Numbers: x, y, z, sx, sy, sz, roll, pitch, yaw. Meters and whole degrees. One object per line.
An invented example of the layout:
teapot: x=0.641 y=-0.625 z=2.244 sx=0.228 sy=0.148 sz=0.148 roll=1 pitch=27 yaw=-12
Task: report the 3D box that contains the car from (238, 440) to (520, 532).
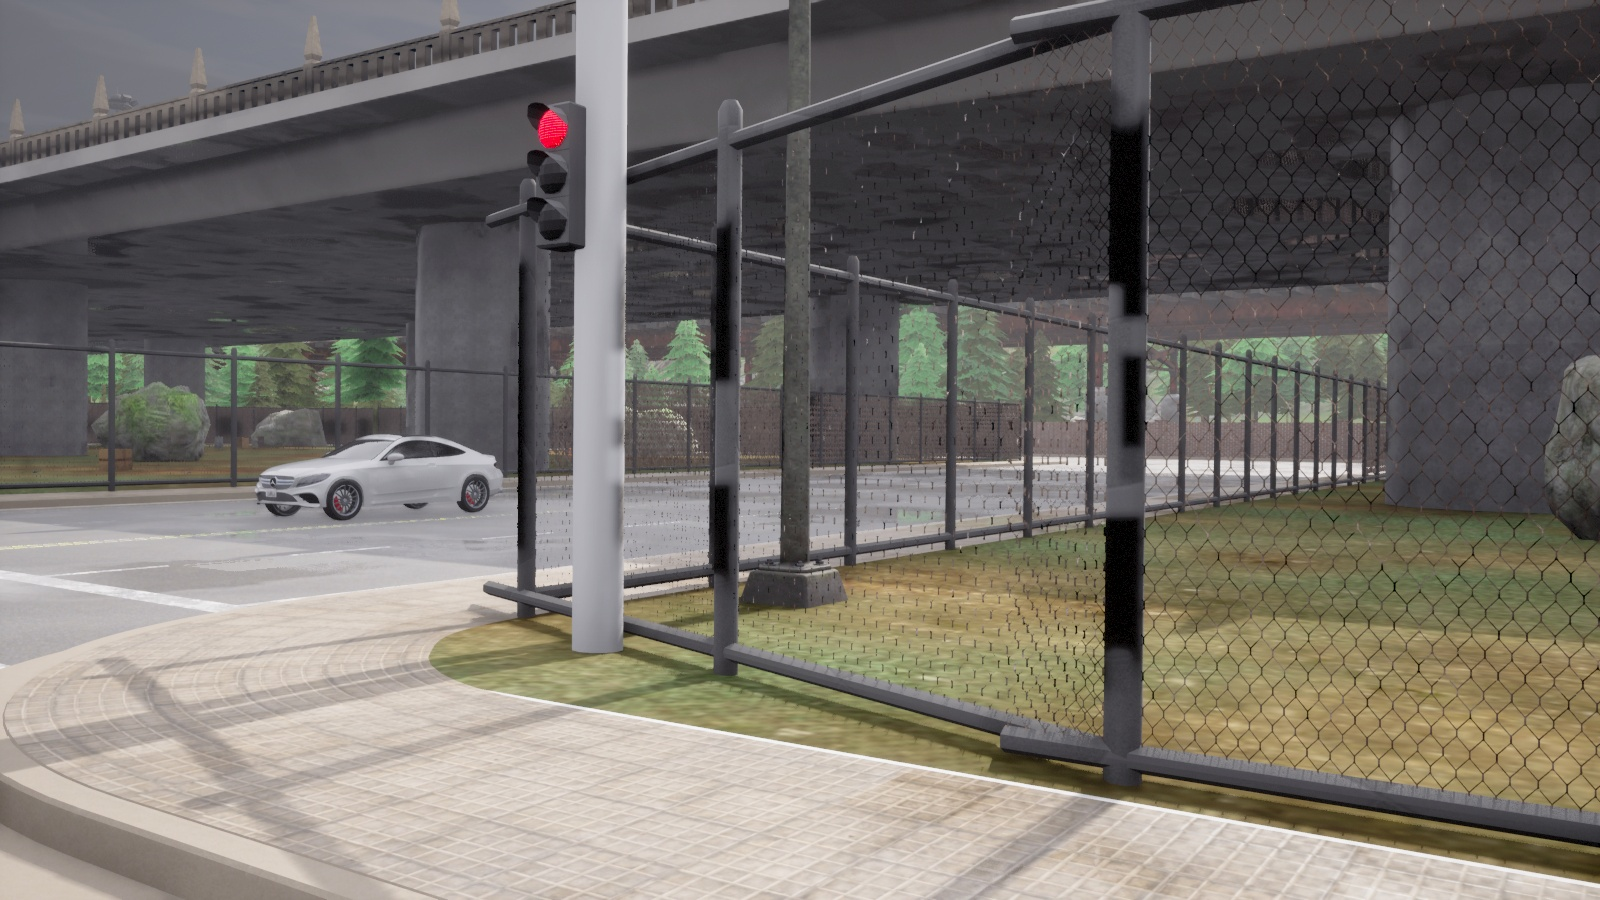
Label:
car: x=-7.439 y=0.570 z=22.675 sx=1.812 sy=1.442 sz=4.674 roll=0 pitch=1 yaw=33
